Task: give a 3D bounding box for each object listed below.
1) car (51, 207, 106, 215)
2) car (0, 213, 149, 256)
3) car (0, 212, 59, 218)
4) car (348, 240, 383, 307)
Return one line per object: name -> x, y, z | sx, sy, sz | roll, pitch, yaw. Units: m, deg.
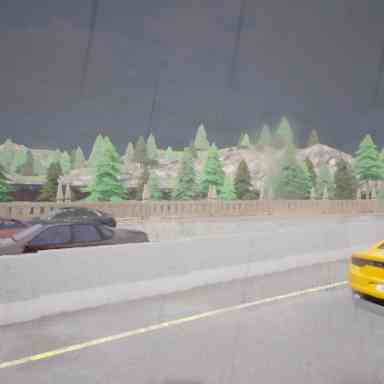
car -> -6.167, 1.513, 16.420 | 4.892, 1.490, 1.837 | 0, 0, -33
car -> -3.834, 1.550, 9.682 | 5.357, 1.411, 2.033 | 0, 0, -34
car -> -7.161, 1.564, 11.570 | 4.181, 1.385, 1.994 | 0, 0, -34
car -> 5.399, 1.483, 6.879 | 5.008, 1.535, 1.882 | 0, 0, -30
